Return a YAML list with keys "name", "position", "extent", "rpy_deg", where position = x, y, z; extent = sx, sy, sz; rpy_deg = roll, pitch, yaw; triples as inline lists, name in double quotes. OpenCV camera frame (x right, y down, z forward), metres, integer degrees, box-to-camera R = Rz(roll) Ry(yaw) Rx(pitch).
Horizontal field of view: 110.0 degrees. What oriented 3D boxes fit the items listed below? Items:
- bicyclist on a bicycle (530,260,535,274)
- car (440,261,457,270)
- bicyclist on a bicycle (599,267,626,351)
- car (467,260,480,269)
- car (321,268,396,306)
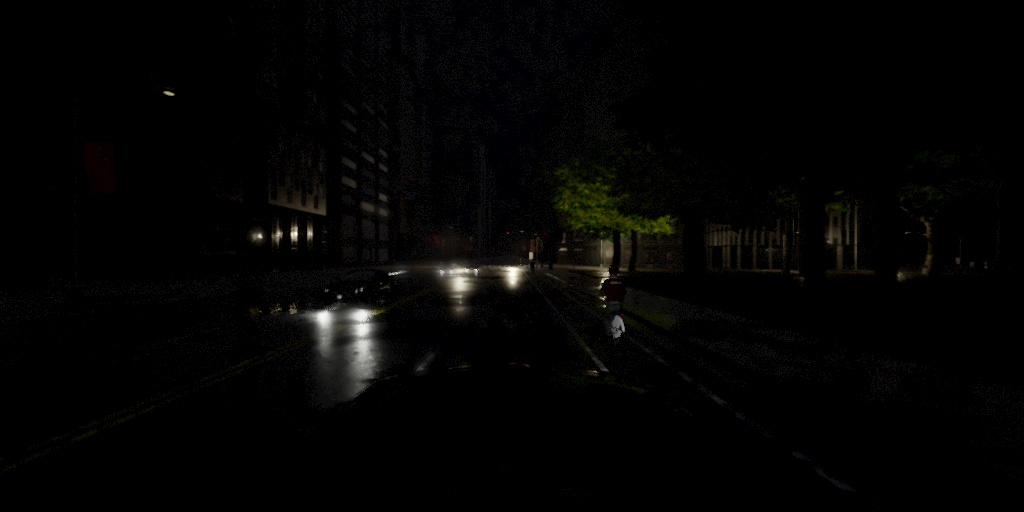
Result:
- name: "bicyclist on a bicycle"
  position: [2.252, 1.286, 39.363]
  extent: [0.582, 1.620, 1.656]
  rpy_deg: [0, -1, 0]
- name: "car"
  position: [-9.790, 1.497, 55.560]
  extent: [1.895, 1.301, 4.718]
  rpy_deg: [0, 0, 1]
- name: "bicyclist on a bicycle"
  position: [2.249, 1.131, 8.162]
  extent: [0.659, 1.776, 1.843]
  rpy_deg: [0, 0, 0]
- name: "car"
  position: [-6.497, 1.477, 60.306]
  extent: [1.812, 1.442, 4.674]
  rpy_deg: [0, 0, 0]
- name: "car"
  position: [-6.601, 1.299, 16.048]
  extent: [1.812, 1.442, 4.674]
  rpy_deg: [0, 0, 0]
